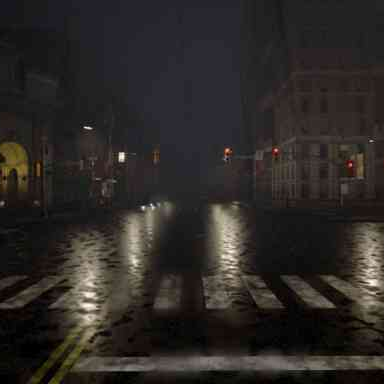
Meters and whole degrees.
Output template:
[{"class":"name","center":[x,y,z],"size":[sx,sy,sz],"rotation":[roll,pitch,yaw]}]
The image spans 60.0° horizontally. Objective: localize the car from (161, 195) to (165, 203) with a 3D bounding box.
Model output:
[{"class":"car","center":[-7.009,1.505,66.178],"size":[1.837,1.490,4.892],"rotation":[0,0,1]}]

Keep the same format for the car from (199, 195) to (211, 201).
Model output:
[{"class":"car","center":[3.287,1.524,85.339],"size":[1.812,1.442,4.674],"rotation":[0,0,22]}]

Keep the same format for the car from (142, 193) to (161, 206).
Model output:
[{"class":"car","center":[-7.076,1.221,56.486],"size":[2.150,2.045,5.566],"rotation":[0,0,0]}]

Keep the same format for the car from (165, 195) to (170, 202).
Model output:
[{"class":"car","center":[-6.352,1.478,76.621],"size":[1.882,1.535,5.008],"rotation":[0,0,7]}]

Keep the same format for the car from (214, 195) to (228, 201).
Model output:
[{"class":"car","center":[7.088,1.525,85.317],"size":[2.128,1.511,4.902],"rotation":[0,0,25]}]

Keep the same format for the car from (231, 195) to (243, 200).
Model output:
[{"class":"car","center":[12.455,1.500,94.111],"size":[1.837,1.490,4.892],"rotation":[0,0,41]}]

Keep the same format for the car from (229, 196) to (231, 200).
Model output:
[{"class":"car","center":[8.234,1.466,94.330],"size":[1.882,1.535,5.008],"rotation":[0,0,38]}]
